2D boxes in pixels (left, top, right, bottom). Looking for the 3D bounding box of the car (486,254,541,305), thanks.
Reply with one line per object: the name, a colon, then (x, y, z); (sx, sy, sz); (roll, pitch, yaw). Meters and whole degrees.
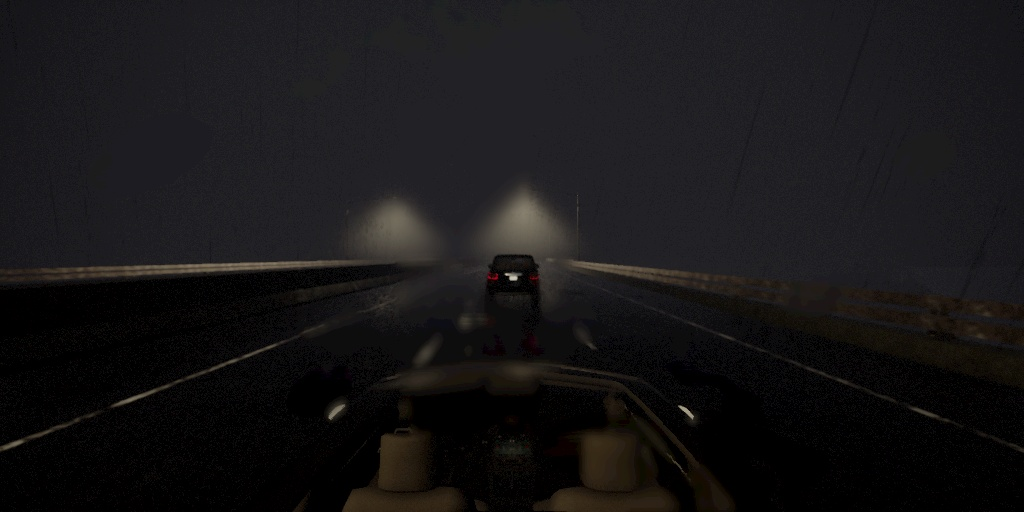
car: (0.078, 0.929, 16.032); (2.150, 2.045, 5.566); (0, 0, 1)
